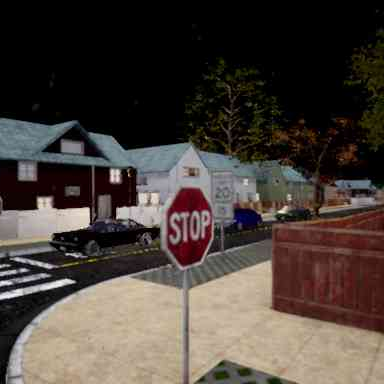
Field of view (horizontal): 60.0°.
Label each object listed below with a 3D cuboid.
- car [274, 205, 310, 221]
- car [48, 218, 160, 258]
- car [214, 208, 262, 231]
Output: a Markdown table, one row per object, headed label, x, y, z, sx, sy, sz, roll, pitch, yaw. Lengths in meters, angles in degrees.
| label | x | y | z | sx | sy | sz | roll | pitch | yaw |
| --- | --- | --- | --- | --- | --- | --- | --- | --- | --- |
| car | 9.805 | 1.991 | 32.176 | 2.033 | 1.411 | 5.357 | -1 | -1 | 37 |
| car | -3.573 | 1.836 | 14.267 | 1.895 | 1.301 | 4.718 | -1 | -1 | 36 |
| car | 3.379 | 1.871 | 23.637 | 1.812 | 1.442 | 4.674 | -1 | -1 | 37 |
